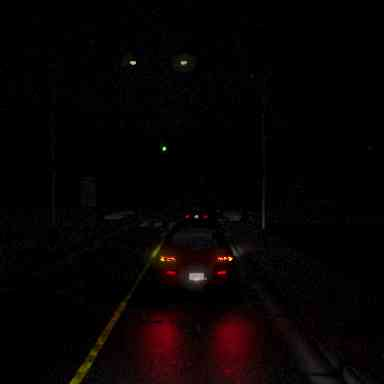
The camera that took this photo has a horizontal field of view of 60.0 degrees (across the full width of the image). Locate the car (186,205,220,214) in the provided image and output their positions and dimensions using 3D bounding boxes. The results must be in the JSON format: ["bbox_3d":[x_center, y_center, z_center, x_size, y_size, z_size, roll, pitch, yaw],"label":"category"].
[{"bbox_3d":[0.835,1.660,24.142,2.033,1.411,5.357,0,0,12],"label":"car"}]

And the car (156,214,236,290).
[{"bbox_3d":[0.088,1.562,9.063,1.812,1.442,4.674,0,0,0],"label":"car"}]
